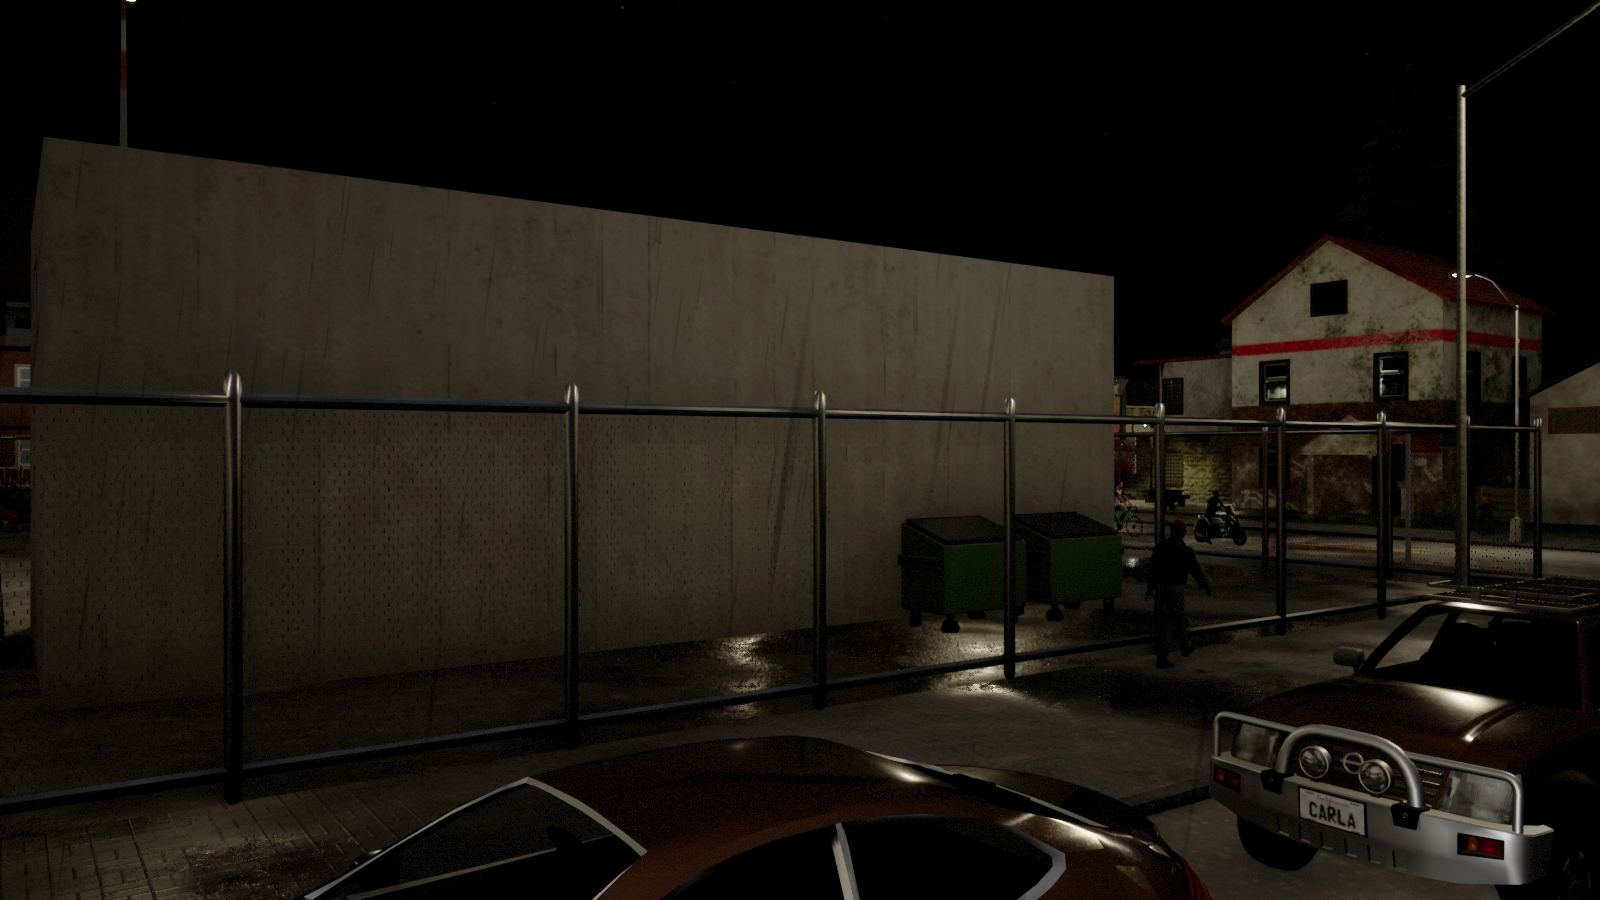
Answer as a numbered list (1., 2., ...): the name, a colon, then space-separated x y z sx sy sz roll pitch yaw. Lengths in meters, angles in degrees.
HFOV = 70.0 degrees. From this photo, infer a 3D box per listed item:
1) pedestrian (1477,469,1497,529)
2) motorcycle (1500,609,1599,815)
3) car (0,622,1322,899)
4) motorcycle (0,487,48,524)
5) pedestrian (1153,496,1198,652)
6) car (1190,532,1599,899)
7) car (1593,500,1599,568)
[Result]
1. pedestrian: 21.261 1.510 35.356 0.375 1.860 0.375 0 0 -32
2. motorcycle: 6.256 1.958 8.768 1.805 1.236 0.856 0 0 -35
3. car: -0.619 1.771 3.955 5.027 1.651 2.152 0 0 -35
4. motorcycle: -27.679 1.962 40.379 1.805 1.236 0.856 0 0 -35
5. pedestrian: 4.635 1.513 14.106 0.375 1.860 0.375 0 0 -34
6. car: 4.948 1.640 7.839 4.605 1.855 1.932 0 0 -35
7. car: 19.435 1.830 23.296 2.231 1.480 4.892 0 0 -27
